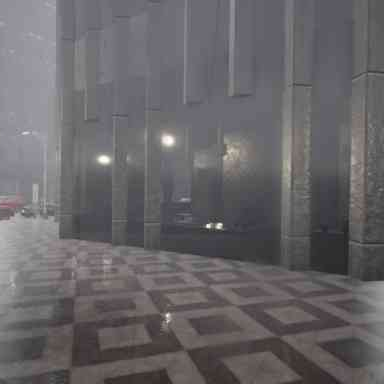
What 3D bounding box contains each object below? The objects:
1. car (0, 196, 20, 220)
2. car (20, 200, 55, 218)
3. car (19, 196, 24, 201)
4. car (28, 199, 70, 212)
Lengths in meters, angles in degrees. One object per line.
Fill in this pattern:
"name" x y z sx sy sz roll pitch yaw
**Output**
"car" -17.119 1.463 26.775 2.192 1.841 5.009 1 0 35
"car" -13.845 1.742 31.371 1.947 1.339 4.313 1 0 35
"car" -20.776 1.354 36.328 2.192 1.841 5.009 1 0 35
"car" -17.502 1.634 40.922 1.947 1.339 4.313 1 0 35
